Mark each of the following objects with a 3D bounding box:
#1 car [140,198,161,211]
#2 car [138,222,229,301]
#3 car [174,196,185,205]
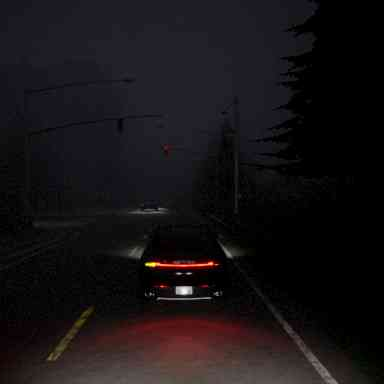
[{"bbox_3d":[-5.137,1.526,40.655,1.812,1.442,4.674,0,0,-3],"label":"car"},{"bbox_3d":[-0.218,1.505,8.343,1.837,1.490,4.892,0,0,-2],"label":"car"},{"bbox_3d":[-2.240,1.477,60.605,1.882,1.535,5.008,0,0,-3],"label":"car"}]
